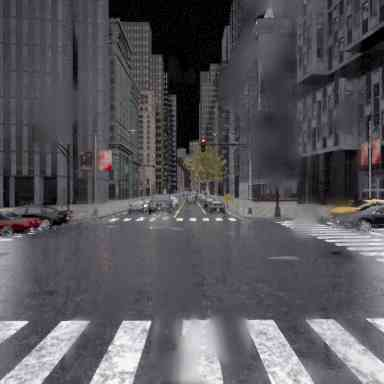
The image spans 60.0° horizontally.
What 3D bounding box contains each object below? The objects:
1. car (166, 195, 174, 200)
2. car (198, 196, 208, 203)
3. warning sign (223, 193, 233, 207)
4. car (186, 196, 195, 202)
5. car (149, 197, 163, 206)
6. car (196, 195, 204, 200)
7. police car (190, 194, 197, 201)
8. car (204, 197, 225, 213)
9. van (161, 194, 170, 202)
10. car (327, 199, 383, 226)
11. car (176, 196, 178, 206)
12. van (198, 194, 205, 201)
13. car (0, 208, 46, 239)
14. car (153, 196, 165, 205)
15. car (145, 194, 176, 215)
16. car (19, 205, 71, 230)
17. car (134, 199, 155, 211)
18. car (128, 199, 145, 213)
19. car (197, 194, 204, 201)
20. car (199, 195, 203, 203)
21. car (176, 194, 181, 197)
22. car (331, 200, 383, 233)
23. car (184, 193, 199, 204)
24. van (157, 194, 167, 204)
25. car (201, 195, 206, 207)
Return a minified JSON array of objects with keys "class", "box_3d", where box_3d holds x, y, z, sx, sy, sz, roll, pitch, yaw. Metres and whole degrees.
[{"class":"car","box_3d":[-6.220,1.624,93.789,1.802,1.307,4.206,0,0,0]},{"class":"car","box_3d":[2.435,1.589,73.168,1.947,1.339,4.313,0,0,0]},{"class":"warning sign","box_3d":[4.918,1.123,45.475,1.300,1.860,1.060,0,0,0]},{"class":"car","box_3d":[-0.334,1.549,74.858,1.812,1.442,4.674,0,0,0]},{"class":"car","box_3d":[-5.981,1.579,55.898,1.947,1.339,4.313,0,0,0]},{"class":"car","box_3d":[2.302,1.593,94.323,2.008,1.369,4.403,0,0,0]},{"class":"police car","box_3d":[0.465,1.463,90.560,1.930,1.638,5.238,0,0,0]},{"class":"car","box_3d":[2.667,1.556,36.385,2.008,1.369,4.403,0,0,0]},{"class":"van","box_3d":[-6.118,1.368,77.551,1.690,1.788,3.998,0,0,0]},{"class":"car","box_3d":[11.434,1.240,21.080,5.008,1.535,1.882,-1,0,3]},{"class":"car","box_3d":[-3.241,1.608,44.598,1.895,1.301,4.718,0,0,0]},{"class":"van","box_3d":[2.368,1.373,83.745,1.690,1.788,3.998,0,0,0]},{"class":"car","box_3d":[-10.674,1.743,17.599,4.718,1.301,1.895,-2,0,0]},{"class":"car","box_3d":[-6.014,1.541,61.141,1.752,1.417,4.829,0,0,0]},{"class":"car","box_3d":[-3.178,1.226,34.646,2.150,2.045,5.566,0,0,0]},{"class":"car","box_3d":[-10.254,1.594,20.863,5.008,1.535,1.882,-2,0,0]},{"class":"car","box_3d":[-5.889,1.557,41.326,2.008,1.369,4.403,0,0,0]},{"class":"car","box_3d":[-5.858,1.556,36.334,2.008,1.369,4.403,0,0,0]},{"class":"car","box_3d":[2.502,1.567,62.589,2.008,1.369,4.403,0,0,0]},{"class":"car","box_3d":[2.564,1.562,52.718,2.008,1.369,4.403,0,0,0]},{"class":"car","box_3d":[-3.293,1.538,54.640,1.812,1.442,4.674,0,0,0]},{"class":"car","box_3d":[10.177,1.294,17.672,4.892,1.490,1.837,-1,0,0]},{"class":"car","box_3d":[-0.171,1.509,64.664,2.128,1.511,4.902,0,0,0]},{"class":"van","box_3d":[-6.050,1.360,66.724,1.690,1.788,3.998,0,0,0]},{"class":"car","box_3d":[2.598,1.553,47.273,1.887,1.381,4.507,0,0,0]}]
